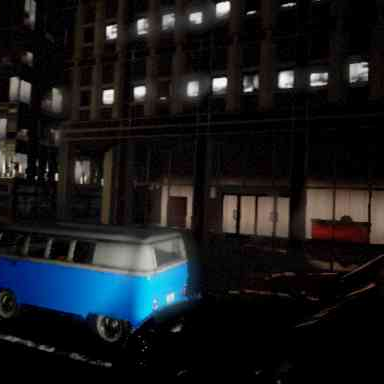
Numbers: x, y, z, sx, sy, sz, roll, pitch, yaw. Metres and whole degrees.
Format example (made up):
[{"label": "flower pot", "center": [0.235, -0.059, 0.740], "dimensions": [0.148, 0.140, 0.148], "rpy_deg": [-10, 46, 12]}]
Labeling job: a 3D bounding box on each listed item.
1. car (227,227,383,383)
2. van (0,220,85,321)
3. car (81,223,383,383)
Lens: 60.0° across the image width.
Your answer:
[{"label": "car", "center": [3.182, 1.579, 4.057], "dimensions": [5.009, 1.841, 2.192], "rpy_deg": [1, -1, 23]}, {"label": "van", "center": [-2.052, 1.491, 6.272], "dimensions": [3.998, 1.788, 1.690], "rpy_deg": [1, -1, 23]}, {"label": "car", "center": [1.754, 1.352, 1.604], "dimensions": [2.150, 2.045, 5.566], "rpy_deg": [3, -1, -43]}]
